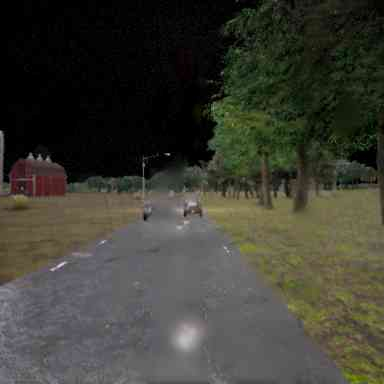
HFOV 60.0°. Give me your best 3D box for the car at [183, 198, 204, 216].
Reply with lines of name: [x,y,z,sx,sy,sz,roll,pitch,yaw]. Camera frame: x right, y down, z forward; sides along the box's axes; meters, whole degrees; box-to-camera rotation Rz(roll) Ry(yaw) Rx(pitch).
car: [0.101,1.676,34.081,1.812,1.442,4.674,0,0,0]

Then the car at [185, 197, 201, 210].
car: [0.101,1.560,46.751,2.097,1.767,4.553,0,0,0]

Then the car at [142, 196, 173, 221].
car: [-2.847,1.347,28.520,2.150,2.045,5.566,0,0,0]
